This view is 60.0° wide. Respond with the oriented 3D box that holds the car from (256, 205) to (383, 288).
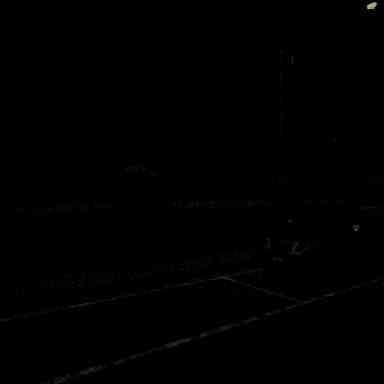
[{"bbox_3d":[4.104,1.313,9.466,5.009,1.841,2.192,0,0,-36],"label":"car"}]
